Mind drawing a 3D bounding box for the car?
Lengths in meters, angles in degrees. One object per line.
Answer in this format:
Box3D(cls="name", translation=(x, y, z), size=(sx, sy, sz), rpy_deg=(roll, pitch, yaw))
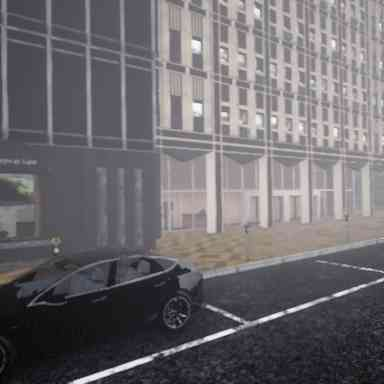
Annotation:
Box3D(cls="car", translation=(-1.764, 1.662, 5.430), size=(4.313, 1.339, 1.947), rpy_deg=(-1, 0, -35))
